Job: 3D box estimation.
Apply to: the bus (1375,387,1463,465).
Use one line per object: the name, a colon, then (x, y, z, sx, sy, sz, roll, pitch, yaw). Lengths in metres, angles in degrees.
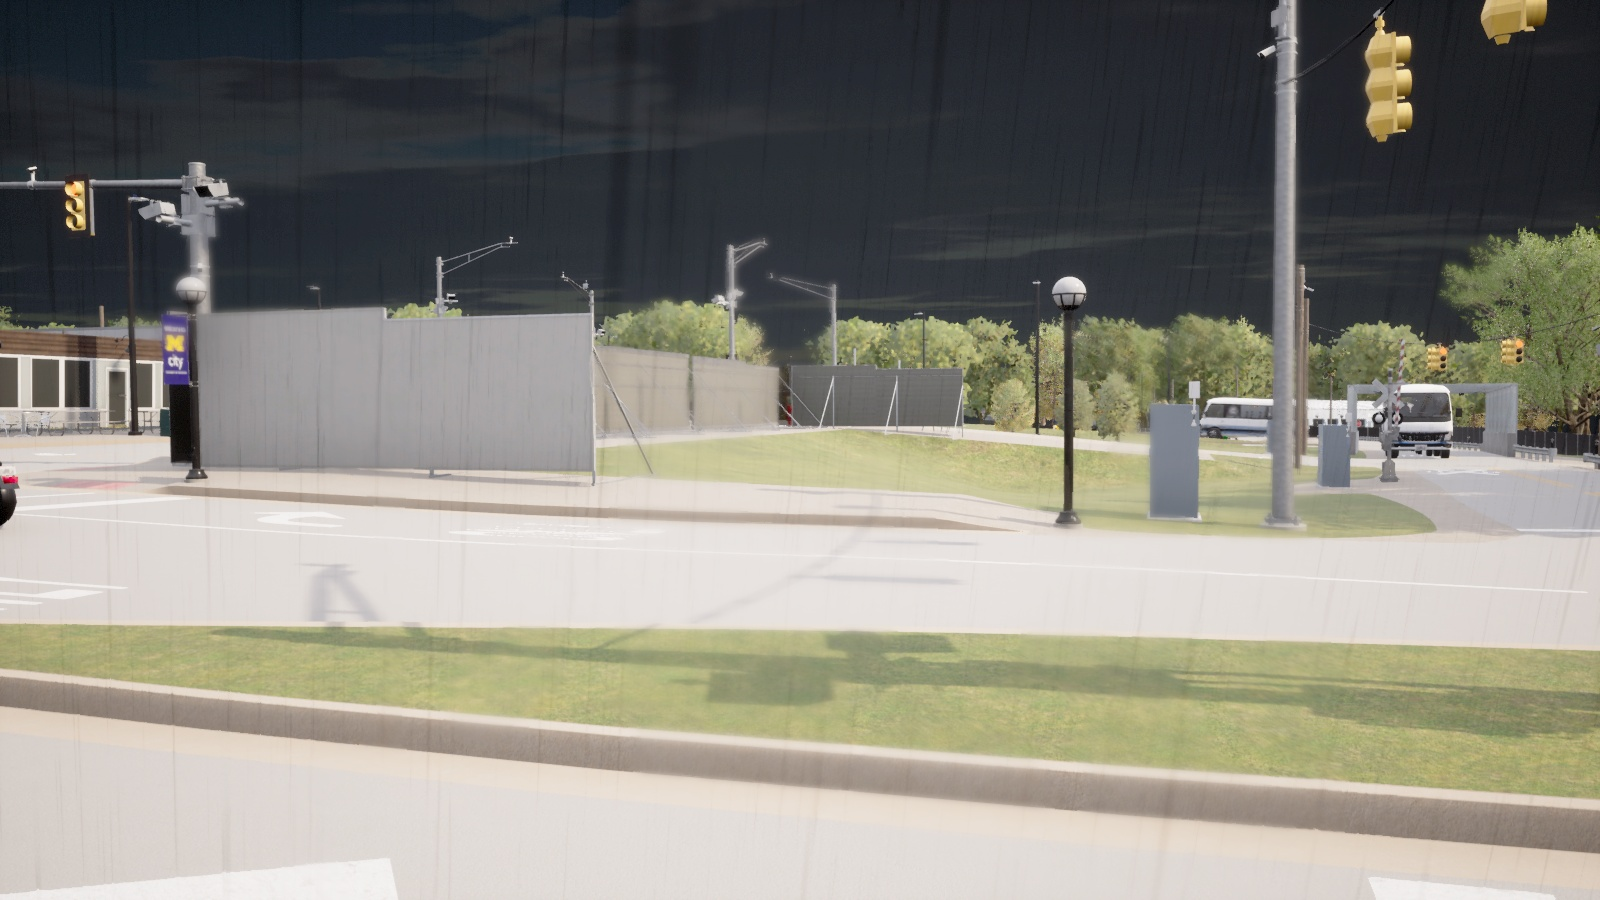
bus: (36.212, -1.412, 73.814, 3.944, 4.253, 10.273, 1, 1, 23)

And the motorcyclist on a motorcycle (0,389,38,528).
motorcyclist on a motorcycle: (-10.607, 0.053, 15.368, 2.350, 1.649, 0.766, 2, 2, 15)
